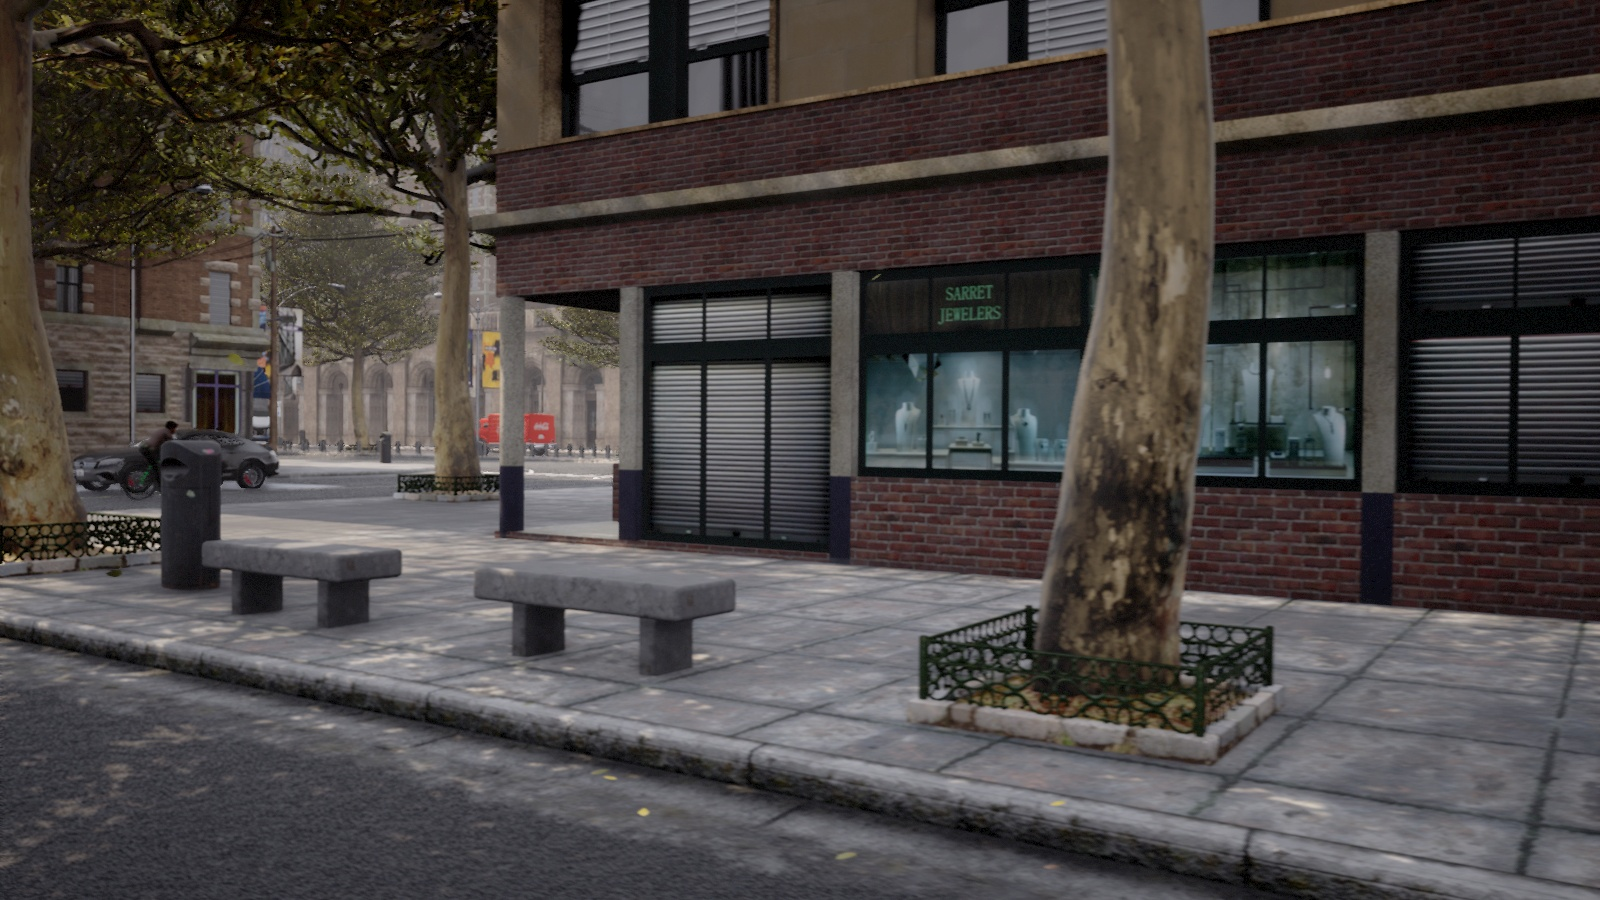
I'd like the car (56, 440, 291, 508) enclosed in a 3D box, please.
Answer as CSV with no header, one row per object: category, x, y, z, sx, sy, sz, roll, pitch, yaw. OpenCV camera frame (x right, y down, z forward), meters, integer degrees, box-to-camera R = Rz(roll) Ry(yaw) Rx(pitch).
car,-14.653,0.502,29.641,1.812,1.442,4.674,0,1,33

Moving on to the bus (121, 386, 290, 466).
bus,-34.114,-1.275,71.861,10.273,4.253,3.944,-1,0,34

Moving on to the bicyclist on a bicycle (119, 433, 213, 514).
bicyclist on a bicycle,-12.987,0.466,25.755,0.582,1.620,1.656,0,0,33

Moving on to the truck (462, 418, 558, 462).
truck,-17.200,-0.584,74.403,5.204,2.467,2.627,0,1,33
